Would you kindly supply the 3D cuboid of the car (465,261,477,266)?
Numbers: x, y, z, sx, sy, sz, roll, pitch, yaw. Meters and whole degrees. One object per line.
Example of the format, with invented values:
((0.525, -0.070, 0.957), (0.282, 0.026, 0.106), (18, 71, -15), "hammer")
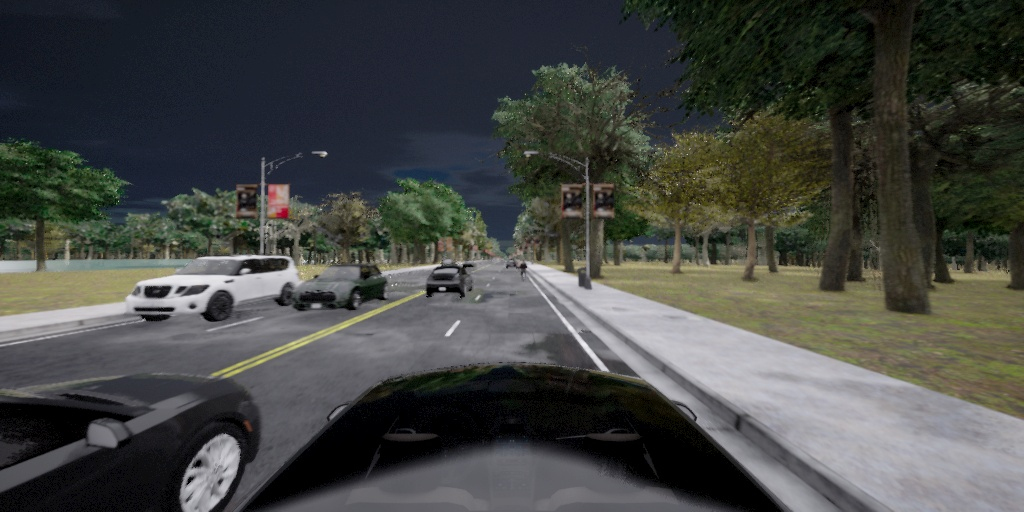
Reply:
((-6.576, 1.346, 55.212), (1.895, 1.301, 4.718), (0, 0, 1), "car")

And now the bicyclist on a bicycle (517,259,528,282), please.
((0.881, 1.123, 26.988), (0.659, 1.776, 1.843), (0, 0, 0), "bicyclist on a bicycle")

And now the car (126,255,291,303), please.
((-9.854, 0.973, 12.602), (2.150, 2.045, 5.566), (0, 0, 0), "car")

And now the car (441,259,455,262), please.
((-9.825, 1.223, 55.497), (1.882, 1.535, 5.008), (0, 0, 0), "car")

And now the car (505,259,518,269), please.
((0.027, 1.270, 57.939), (1.812, 1.442, 4.674), (0, 0, 0), "car")

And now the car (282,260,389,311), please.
((-6.604, 1.104, 14.345), (2.097, 1.767, 4.553), (0, 0, 0), "car")

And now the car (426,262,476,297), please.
((-3.159, 1.257, 18.684), (1.837, 1.490, 4.892), (0, 0, 0), "car")

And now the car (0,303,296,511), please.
((-3.152, 1.255, 1.226), (1.837, 1.490, 4.892), (0, 0, 0), "car")
